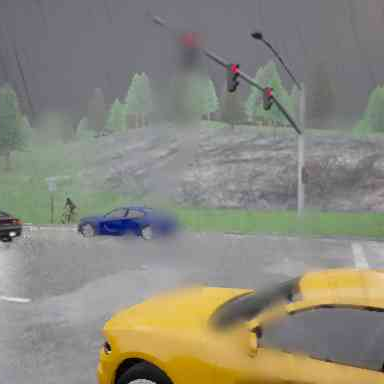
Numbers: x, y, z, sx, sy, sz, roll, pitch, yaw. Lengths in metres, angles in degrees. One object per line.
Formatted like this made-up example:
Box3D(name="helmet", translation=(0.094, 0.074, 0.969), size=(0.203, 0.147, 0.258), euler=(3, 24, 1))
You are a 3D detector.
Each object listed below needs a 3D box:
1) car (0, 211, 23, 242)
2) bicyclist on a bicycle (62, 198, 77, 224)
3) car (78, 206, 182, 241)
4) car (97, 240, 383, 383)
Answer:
Box3D(name="car", translation=(-9.562, 1.415, 14.000), size=(4.892, 1.490, 1.837), euler=(1, -1, 14))
Box3D(name="bicyclist on a bicycle", translation=(-7.848, 1.189, 21.363), size=(0.582, 1.620, 1.656), euler=(0, 0, 14))
Box3D(name="car", translation=(-2.971, 1.406, 15.719), size=(5.008, 1.535, 1.882), euler=(0, 0, 18))
Box3D(name="car", translation=(1.450, 1.473, 2.954), size=(5.008, 1.535, 1.882), euler=(0, -2, 27))
